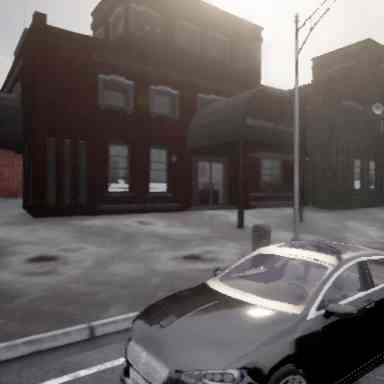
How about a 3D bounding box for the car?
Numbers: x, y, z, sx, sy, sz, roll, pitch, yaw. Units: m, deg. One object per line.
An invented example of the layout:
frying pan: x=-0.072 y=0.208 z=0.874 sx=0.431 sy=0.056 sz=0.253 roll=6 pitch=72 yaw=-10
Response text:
car: x=1.511 y=1.494 z=4.459 sx=4.902 sy=1.511 sz=2.128 roll=0 pitch=0 yaw=-36
